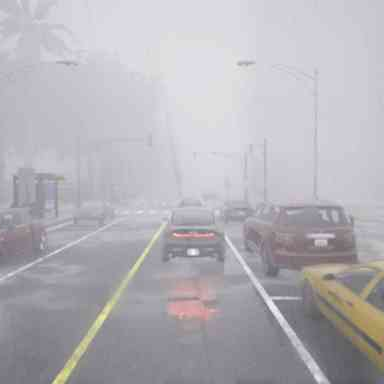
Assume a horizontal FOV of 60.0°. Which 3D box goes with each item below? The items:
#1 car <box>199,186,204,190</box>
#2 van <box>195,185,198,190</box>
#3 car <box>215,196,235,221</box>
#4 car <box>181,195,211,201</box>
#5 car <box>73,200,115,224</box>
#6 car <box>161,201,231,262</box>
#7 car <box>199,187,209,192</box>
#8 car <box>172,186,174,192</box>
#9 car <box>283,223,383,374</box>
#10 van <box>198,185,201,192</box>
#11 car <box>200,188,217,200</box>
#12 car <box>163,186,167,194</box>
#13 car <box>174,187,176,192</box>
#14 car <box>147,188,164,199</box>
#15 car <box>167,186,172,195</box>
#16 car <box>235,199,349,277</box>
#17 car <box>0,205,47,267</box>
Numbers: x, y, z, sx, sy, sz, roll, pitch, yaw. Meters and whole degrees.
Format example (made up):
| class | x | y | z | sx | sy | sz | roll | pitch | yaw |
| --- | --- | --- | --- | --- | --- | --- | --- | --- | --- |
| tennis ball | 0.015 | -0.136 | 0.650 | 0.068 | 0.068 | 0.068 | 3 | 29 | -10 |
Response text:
| class | x | y | z | sx | sy | sz | roll | pitch | yaw |
| --- | --- | --- | --- | --- | --- | --- | --- | --- | --- |
| car | 2.528 | 0.209 | 57.730 | 1.752 | 1.417 | 4.829 | 0 | 1 | 0 |
| van | 2.417 | -0.606 | 84.650 | 1.690 | 1.788 | 3.998 | 0 | 1 | 0 |
| car | 2.681 | 1.105 | 20.293 | 1.947 | 1.339 | 4.313 | 0 | 1 | 0 |
| car | -0.080 | 1.089 | 21.038 | 1.994 | 1.385 | 4.181 | 0 | 1 | 0 |
| car | -5.845 | 1.131 | 20.277 | 1.802 | 1.307 | 4.206 | 0 | 1 | 0 |
| car | 0.034 | 1.256 | 11.011 | 1.837 | 1.490 | 4.892 | 0 | 1 | 0 |
| car | 2.551 | 0.378 | 52.142 | 1.947 | 1.339 | 4.313 | 0 | 1 | 0 |
| car | -6.087 | -0.494 | 79.215 | 2.192 | 1.841 | 5.009 | 0 | 1 | 0 |
| car | 2.747 | 1.426 | 4.191 | 1.752 | 1.417 | 4.829 | 0 | 1 | 0 |
| van | 2.505 | -0.097 | 62.974 | 1.690 | 1.788 | 3.998 | 0 | 1 | 0 |
| car | 2.573 | 0.502 | 46.723 | 1.947 | 1.339 | 4.313 | 0 | 1 | 0 |
| car | -5.997 | 0.138 | 57.543 | 1.967 | 1.590 | 4.097 | 0 | 1 | 0 |
| car | -6.129 | -0.536 | 89.888 | 1.752 | 1.417 | 4.829 | 0 | 1 | 0 |
| car | -5.975 | 0.373 | 52.127 | 2.008 | 1.369 | 4.403 | 0 | 1 | 0 |
| car | -6.064 | -0.241 | 73.799 | 1.967 | 1.590 | 4.097 | 0 | 1 | 0 |
| car | 2.724 | 1.098 | 9.440 | 2.192 | 1.841 | 5.009 | 0 | 1 | 0 |
| car | -5.801 | 1.233 | 9.424 | 1.967 | 1.590 | 4.097 | 0 | 1 | 0 |
